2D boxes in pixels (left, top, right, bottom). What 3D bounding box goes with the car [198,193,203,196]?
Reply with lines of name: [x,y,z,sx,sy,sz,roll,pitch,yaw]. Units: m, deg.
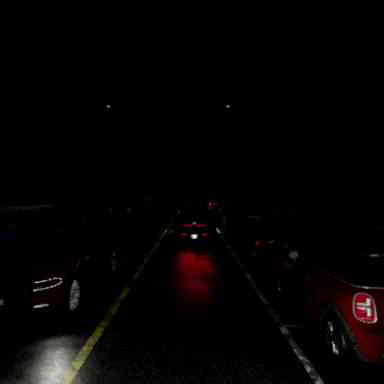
car: [2.774,1.589,79.119,1.802,1.307,4.206,0,0,0]

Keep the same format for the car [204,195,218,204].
car: [2.766,1.436,39.664,1.967,1.590,4.097,0,0,0]

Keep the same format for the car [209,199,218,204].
car: [2.765,1.563,28.392,1.947,1.339,4.313,0,0,0]

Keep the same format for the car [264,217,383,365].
car: [2.760,1.440,5.846,1.967,1.590,4.097,0,0,0]

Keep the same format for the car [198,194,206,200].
car: [2.776,1.454,90.392,1.967,1.590,4.097,0,0,0]

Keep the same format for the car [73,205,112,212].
car: [-5.763,1.437,17.112,1.967,1.590,4.097,0,0,0]

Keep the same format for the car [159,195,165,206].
car: [-5.756,1.547,50.931,2.008,1.369,4.403,0,0,0]

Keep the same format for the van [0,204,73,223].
van: [-5.764,1.339,11.475,1.690,1.788,3.998,0,0,0]

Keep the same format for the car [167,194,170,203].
car: [-5.755,1.440,62.205,1.967,1.590,4.097,0,0,0]

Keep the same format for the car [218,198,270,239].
car: [2.762,1.313,17.120,2.192,1.841,5.009,0,0,0]

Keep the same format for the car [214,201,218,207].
car: [2.763,1.542,22.756,1.887,1.381,4.507,0,0,0]

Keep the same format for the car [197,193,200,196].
car: [2.775,1.592,84.756,1.802,1.307,4.206,0,0,0]

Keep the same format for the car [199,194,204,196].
car: [2.772,1.585,67.846,1.802,1.307,4.206,0,0,0]

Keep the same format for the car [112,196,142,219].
car: [-5.761,1.436,28.386,1.967,1.590,4.097,0,0,0]

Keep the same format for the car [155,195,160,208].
car: [-5.757,1.520,45.125,1.752,1.417,4.829,0,0,0]

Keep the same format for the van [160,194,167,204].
van: [-5.756,1.339,56.568,1.690,1.788,3.998,0,0,0]

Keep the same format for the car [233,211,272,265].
car: [2.761,1.565,11.483,1.947,1.339,4.313,0,0,0]

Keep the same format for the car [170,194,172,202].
car: [-5.754,1.316,67.842,2.192,1.841,5.009,0,0,0]

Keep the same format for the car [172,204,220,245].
car: [0.102,1.503,15.578,1.837,1.490,4.892,0,0,0]

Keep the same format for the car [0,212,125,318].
car: [-3.098,1.476,7.769,1.882,1.535,5.008,0,0,0]

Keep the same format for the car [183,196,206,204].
car: [0.106,1.474,33.416,1.882,1.535,5.008,0,0,0]

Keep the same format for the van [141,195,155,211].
van: [-5.759,1.336,39.659,1.690,1.788,3.998,0,0,0]

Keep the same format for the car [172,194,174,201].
car: [-5.752,1.569,73.479,1.947,1.339,4.313,0,0,0]
